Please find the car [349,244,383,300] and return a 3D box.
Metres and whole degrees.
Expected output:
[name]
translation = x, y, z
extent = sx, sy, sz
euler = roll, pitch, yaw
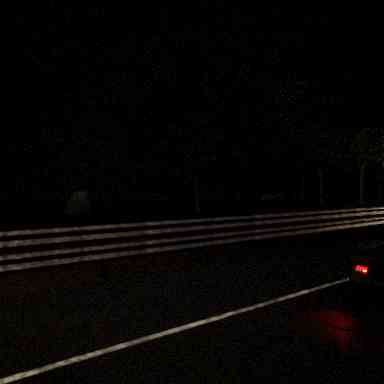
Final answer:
[car]
translation = 5.582, 1.497, 7.280
extent = 5.357, 1.411, 2.033
euler = 0, 0, -36
